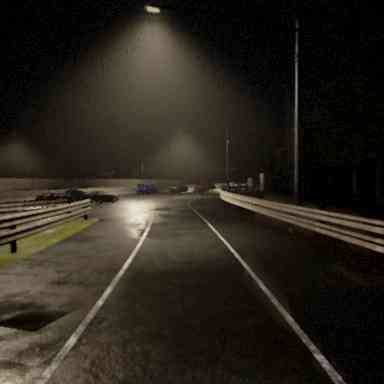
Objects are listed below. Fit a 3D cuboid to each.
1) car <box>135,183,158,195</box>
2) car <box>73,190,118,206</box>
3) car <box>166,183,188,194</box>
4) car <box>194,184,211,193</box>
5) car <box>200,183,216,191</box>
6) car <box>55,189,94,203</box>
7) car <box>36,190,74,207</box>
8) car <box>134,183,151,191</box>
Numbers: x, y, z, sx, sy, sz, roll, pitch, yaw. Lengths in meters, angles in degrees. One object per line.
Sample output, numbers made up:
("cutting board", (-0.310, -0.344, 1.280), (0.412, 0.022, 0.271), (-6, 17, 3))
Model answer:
("car", (-8.077, -0.461, 60.413), (2.150, 2.045, 5.566), (0, 2, 19))
("car", (-9.560, 0.638, 34.486), (2.128, 1.511, 4.902), (0, 2, 19))
("car", (-2.498, -0.677, 65.894), (2.150, 2.045, 5.566), (0, 2, 19))
("car", (1.765, -0.456, 67.549), (1.812, 1.442, 4.674), (0, 2, 19))
("car", (4.588, -1.384, 86.725), (2.150, 2.045, 5.566), (0, 2, 19))
("car", (-14.566, 0.443, 41.474), (1.882, 1.535, 5.008), (0, 2, 19))
("car", (-13.520, 0.693, 33.730), (2.128, 1.511, 4.902), (0, 2, 19))
("car", (-13.248, -1.308, 88.617), (2.150, 2.045, 5.566), (0, 2, 19))
